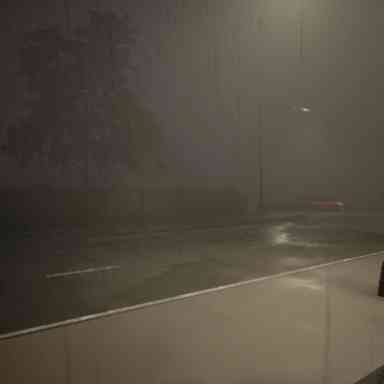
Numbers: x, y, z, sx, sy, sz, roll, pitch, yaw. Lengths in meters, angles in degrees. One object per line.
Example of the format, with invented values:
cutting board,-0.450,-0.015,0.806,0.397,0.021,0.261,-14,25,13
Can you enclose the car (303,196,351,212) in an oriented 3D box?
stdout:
car,15.275,1.293,37.243,2.097,1.767,4.553,0,0,-35

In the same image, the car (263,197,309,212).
car,10.444,1.547,38.003,1.895,1.301,4.718,0,0,-35
